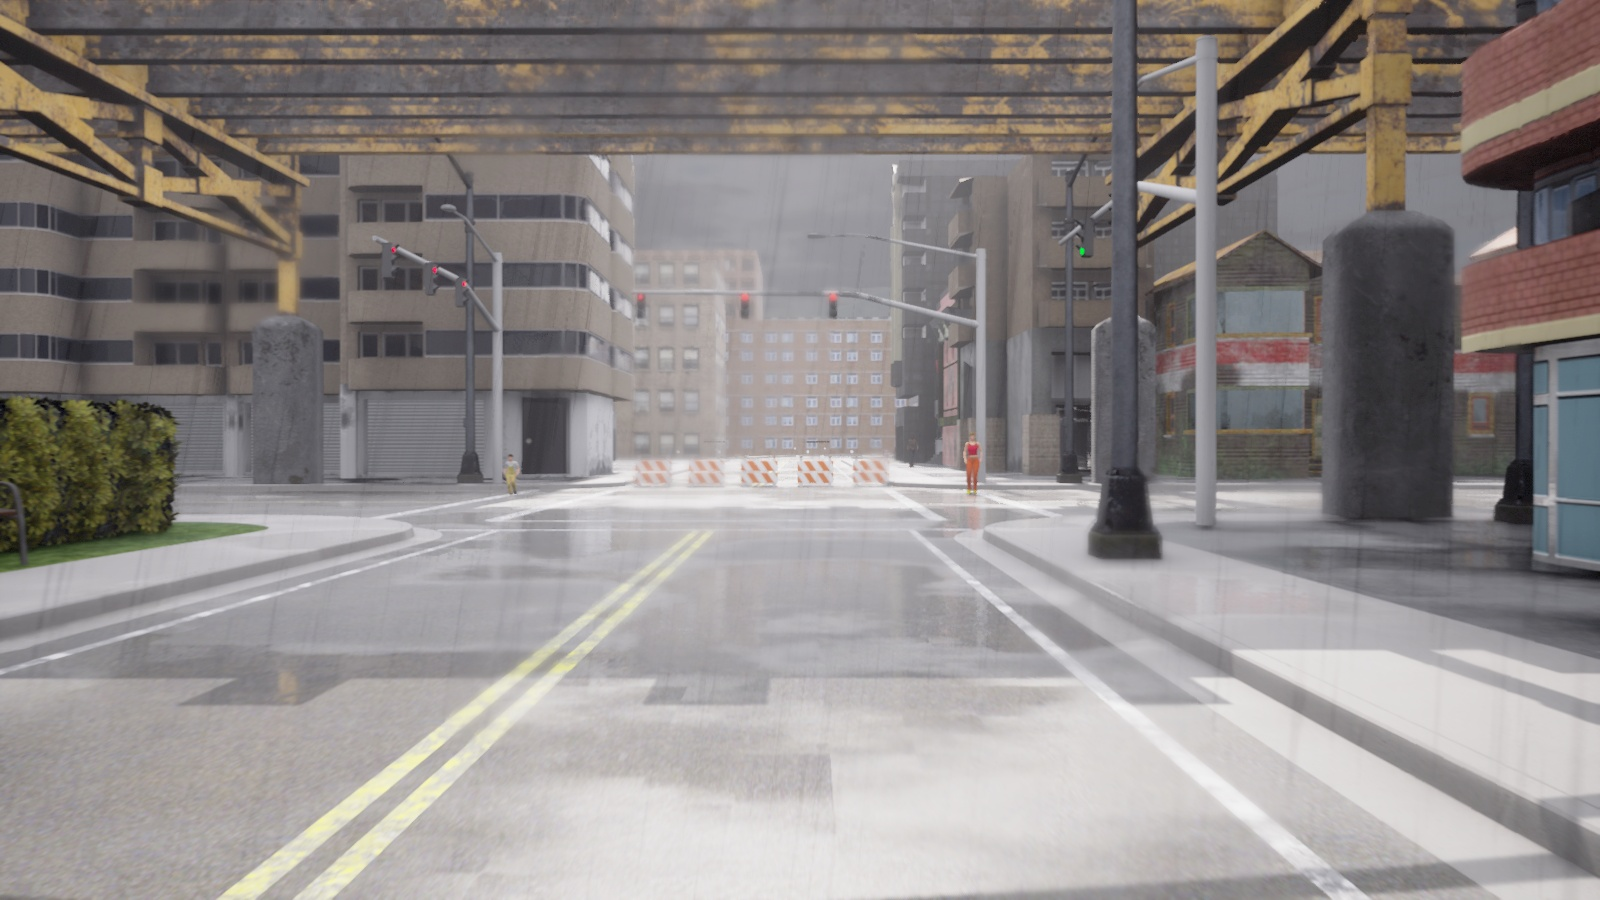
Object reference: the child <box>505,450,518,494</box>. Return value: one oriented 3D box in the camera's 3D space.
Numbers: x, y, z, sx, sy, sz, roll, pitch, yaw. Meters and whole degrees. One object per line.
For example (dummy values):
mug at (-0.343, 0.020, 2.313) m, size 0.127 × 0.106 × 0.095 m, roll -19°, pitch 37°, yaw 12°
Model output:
child at (-8.212, 0.619, 35.708) m, size 0.270 × 1.263 × 0.437 m, roll 0°, pitch 0°, yaw 0°

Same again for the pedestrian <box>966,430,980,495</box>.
pedestrian at (4.974, 0.349, 36.090) m, size 0.345 × 1.836 × 0.594 m, roll 0°, pitch 0°, yaw 11°

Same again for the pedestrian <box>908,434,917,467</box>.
pedestrian at (6.145, 0.030, 68.612) m, size 0.328 × 1.805 × 0.869 m, roll 0°, pitch 0°, yaw -7°
